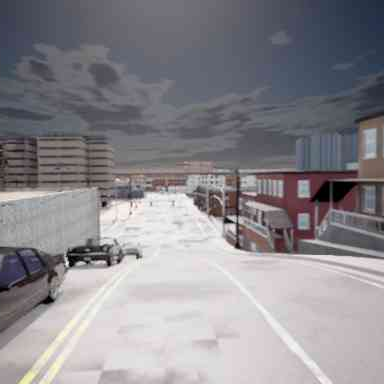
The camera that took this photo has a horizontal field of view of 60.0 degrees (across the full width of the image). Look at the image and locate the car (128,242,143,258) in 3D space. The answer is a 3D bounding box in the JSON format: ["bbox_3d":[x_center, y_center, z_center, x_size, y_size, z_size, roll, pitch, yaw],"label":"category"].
[{"bbox_3d":[-5.327,4.997,28.583,1.895,1.301,4.718,-1,-10,-4],"label":"car"}]

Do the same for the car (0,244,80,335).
[{"bbox_3d":[-3.924,1.769,6.191,2.033,1.411,5.357,0,-2,-4],"label":"car"}]

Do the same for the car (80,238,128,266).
[{"bbox_3d":[-4.569,2.886,16.307,1.895,1.301,4.718,-1,-9,-4],"label":"car"}]
